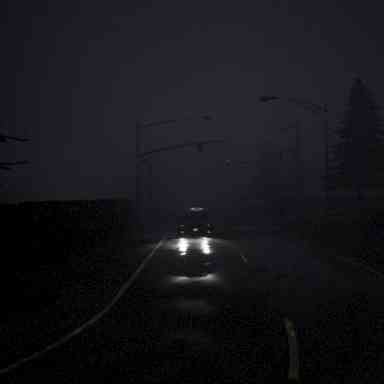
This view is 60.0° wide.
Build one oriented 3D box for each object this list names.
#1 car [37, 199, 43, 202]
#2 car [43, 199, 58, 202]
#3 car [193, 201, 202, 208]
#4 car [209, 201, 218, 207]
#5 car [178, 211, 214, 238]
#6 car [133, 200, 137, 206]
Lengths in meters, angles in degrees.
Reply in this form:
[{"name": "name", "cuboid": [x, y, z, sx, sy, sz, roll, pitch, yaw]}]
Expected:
[{"name": "car", "cuboid": [-34.197, 2.542, 75.054, 1.905, 1.878, 3.866, -1, -1, 1]}, {"name": "car", "cuboid": [-31.281, 2.537, 75.387, 1.932, 1.855, 4.605, -1, -1, 1]}, {"name": "car", "cuboid": [1.137, 2.587, 68.183, 1.895, 1.301, 4.718, -1, -1, 1]}, {"name": "car", "cuboid": [4.715, 2.560, 72.610, 1.895, 1.301, 4.718, -1, -1, 1]}, {"name": "car", "cuboid": [0.240, 1.857, 19.721, 1.994, 1.385, 4.181, -1, -1, 1]}, {"name": "car", "cuboid": [-12.707, 2.607, 74.739, 1.845, 1.501, 3.633, -1, -1, 1]}]
